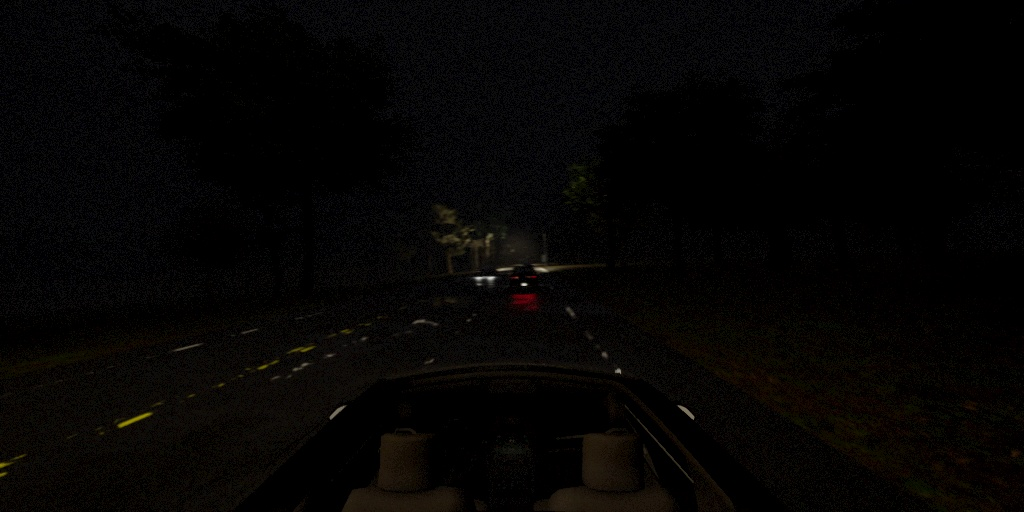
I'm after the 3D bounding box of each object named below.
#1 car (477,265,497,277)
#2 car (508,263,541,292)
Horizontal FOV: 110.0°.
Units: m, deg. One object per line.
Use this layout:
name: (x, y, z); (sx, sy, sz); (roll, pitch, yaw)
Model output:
car: (-3.161, 1.887, 46.707); (1.812, 1.442, 4.674); (-2, -1, 10)
car: (0.808, 1.433, 23.360); (1.837, 1.490, 4.892); (-2, -1, 3)
